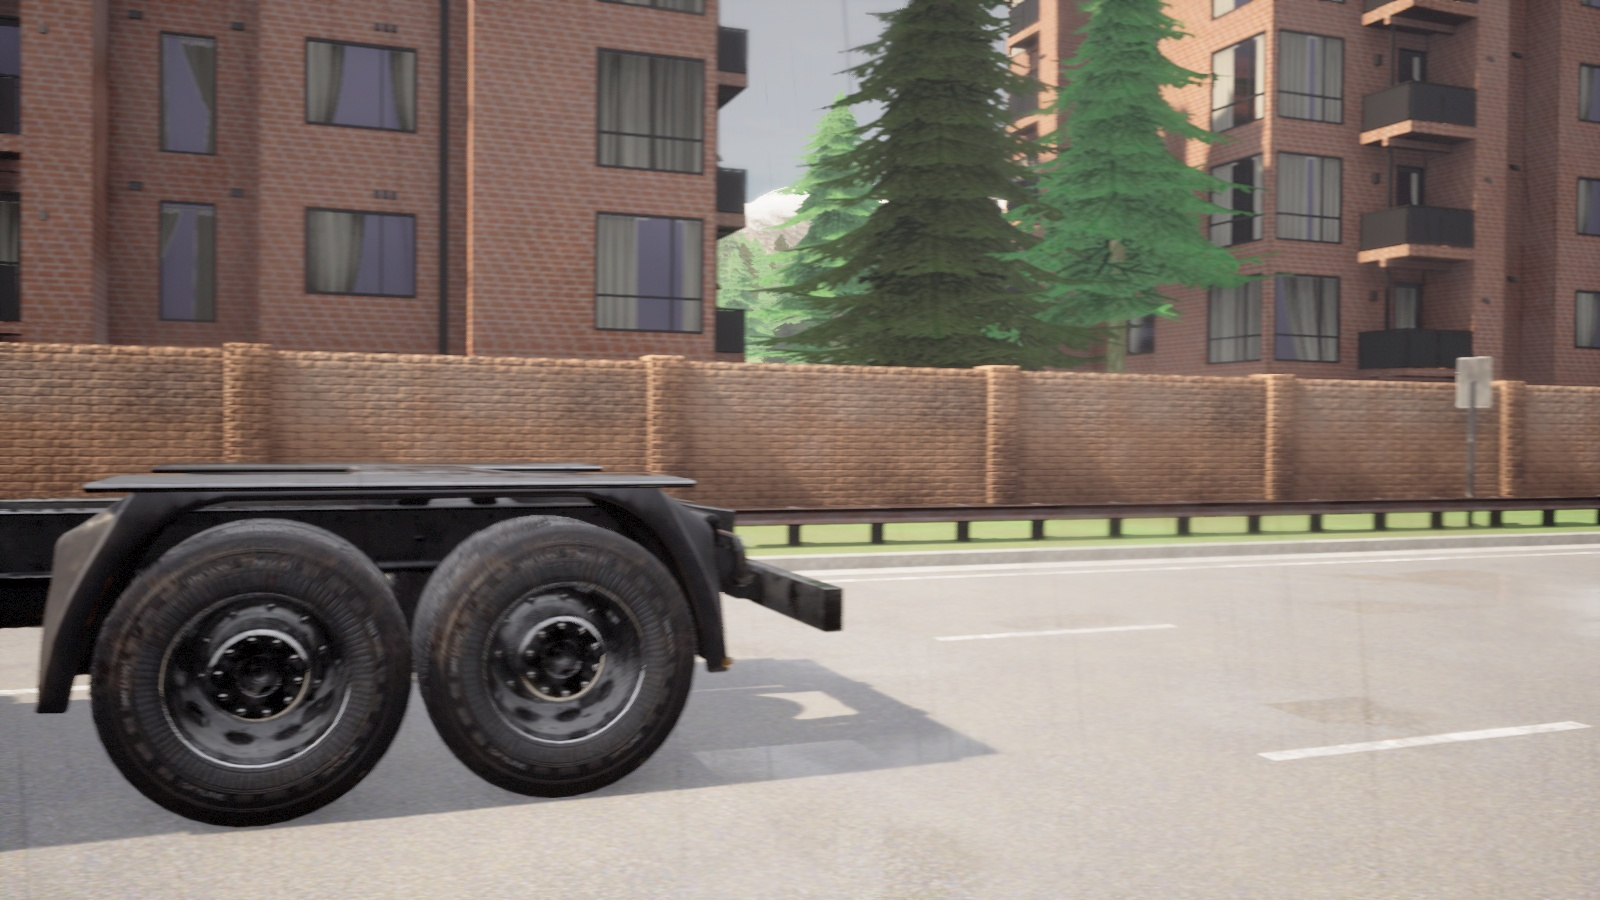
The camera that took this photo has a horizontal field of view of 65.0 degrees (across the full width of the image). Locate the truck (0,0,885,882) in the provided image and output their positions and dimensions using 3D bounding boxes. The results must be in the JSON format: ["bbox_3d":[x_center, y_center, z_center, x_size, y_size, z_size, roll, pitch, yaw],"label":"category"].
[{"bbox_3d":[-3.867,-0.230,5.503,7.936,3.462,2.891,-1,1,-21],"label":"truck"}]
